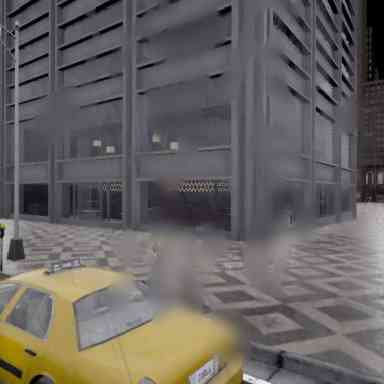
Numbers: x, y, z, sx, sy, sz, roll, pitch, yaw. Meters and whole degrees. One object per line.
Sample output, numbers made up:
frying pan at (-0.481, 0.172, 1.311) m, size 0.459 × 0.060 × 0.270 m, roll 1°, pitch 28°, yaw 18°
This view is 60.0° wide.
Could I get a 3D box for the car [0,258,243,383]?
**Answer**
car at (-1.763, 1.525, 4.224) m, size 4.829 × 1.417 × 1.752 m, roll 0°, pitch 0°, yaw 36°
